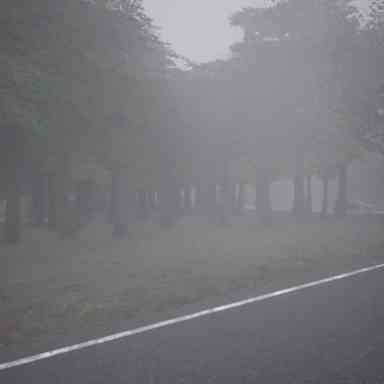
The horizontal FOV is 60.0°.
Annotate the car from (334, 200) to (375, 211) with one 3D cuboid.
[{"bbox_3d":[20.793,1.759,42.649,1.837,1.490,4.892,1,1,-35],"label":"car"}]
